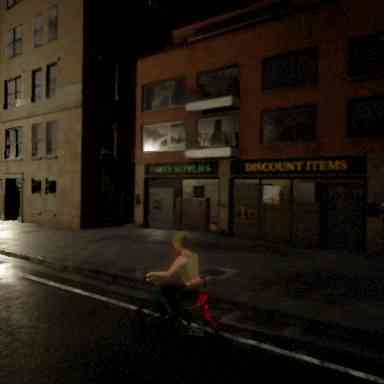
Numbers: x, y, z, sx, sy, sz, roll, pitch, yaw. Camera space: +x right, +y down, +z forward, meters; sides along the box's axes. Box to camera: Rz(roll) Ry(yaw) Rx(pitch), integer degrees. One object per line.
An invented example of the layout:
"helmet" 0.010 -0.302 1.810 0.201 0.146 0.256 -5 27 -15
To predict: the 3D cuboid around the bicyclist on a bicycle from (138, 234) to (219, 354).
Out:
"bicyclist on a bicycle" -0.243 1.412 4.866 1.509 1.612 0.866 1 0 35
